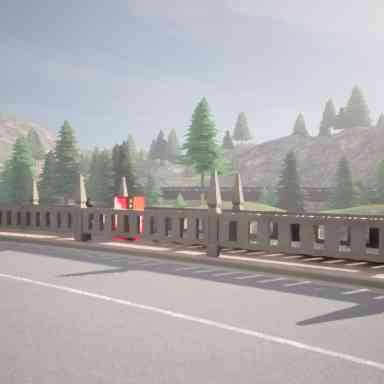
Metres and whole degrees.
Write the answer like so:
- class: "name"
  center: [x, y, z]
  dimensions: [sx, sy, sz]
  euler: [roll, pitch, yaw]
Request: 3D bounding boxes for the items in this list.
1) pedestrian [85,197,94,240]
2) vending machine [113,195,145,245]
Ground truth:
- class: "pedestrian"
  center: [-4.476, 1.136, 14.318]
  dimensions: [0.375, 1.860, 0.375]
  euler: [1, 1, 28]
- class: "vending machine"
  center: [-2.789, 1.189, 14.724]
  dimensions: [0.880, 2.100, 1.100]
  euler: [1, 0, 29]
